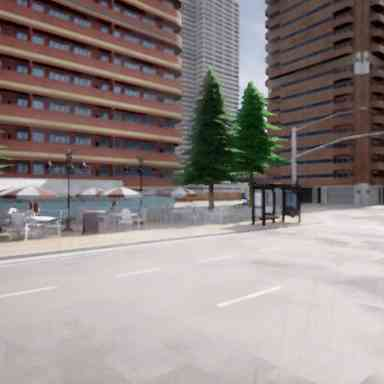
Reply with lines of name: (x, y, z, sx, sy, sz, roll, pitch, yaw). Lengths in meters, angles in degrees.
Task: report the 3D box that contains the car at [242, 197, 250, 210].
car: (8.999, 1.737, 45.897, 1.812, 1.442, 4.674, 0, 0, -39)
